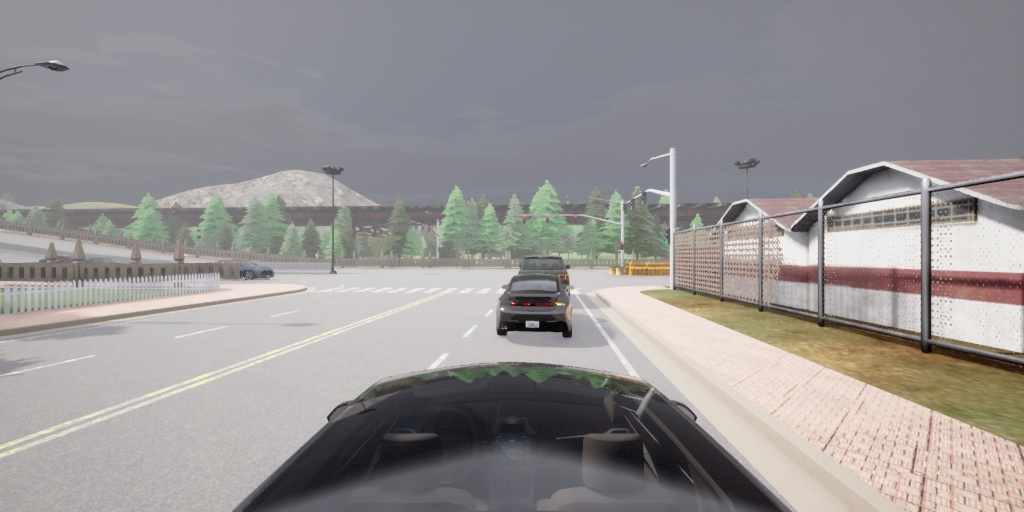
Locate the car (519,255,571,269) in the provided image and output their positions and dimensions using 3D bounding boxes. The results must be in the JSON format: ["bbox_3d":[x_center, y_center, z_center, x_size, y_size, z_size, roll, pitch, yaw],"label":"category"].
[{"bbox_3d":[1.467,0.971,16.300,2.150,2.045,5.566,0,0,7],"label":"car"}]

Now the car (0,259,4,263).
[{"bbox_3d":[-48.145,0.262,31.803,4.892,1.490,1.837,5,0,5],"label":"car"}]

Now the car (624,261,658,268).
[{"bbox_3d":[15.786,1.351,41.499,4.718,1.301,1.895,0,0,4],"label":"car"}]

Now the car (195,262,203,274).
[{"bbox_3d":[-28.923,1.275,33.890,5.357,1.411,2.033,0,0,4],"label":"car"}]

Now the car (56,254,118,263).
[{"bbox_3d":[-35.550,0.922,30.855,4.553,1.767,2.097,2,0,4],"label":"car"}]

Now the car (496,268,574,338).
[{"bbox_3d":[0.706,1.255,10.289,1.837,1.490,4.892,0,0,6],"label":"car"}]

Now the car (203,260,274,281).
[{"bbox_3d":[-22.483,1.100,29.931,4.553,1.767,2.097,0,0,4],"label":"car"}]

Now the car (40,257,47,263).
[{"bbox_3d":[-42.943,0.660,34.912,4.892,1.490,1.837,4,0,4],"label":"car"}]
